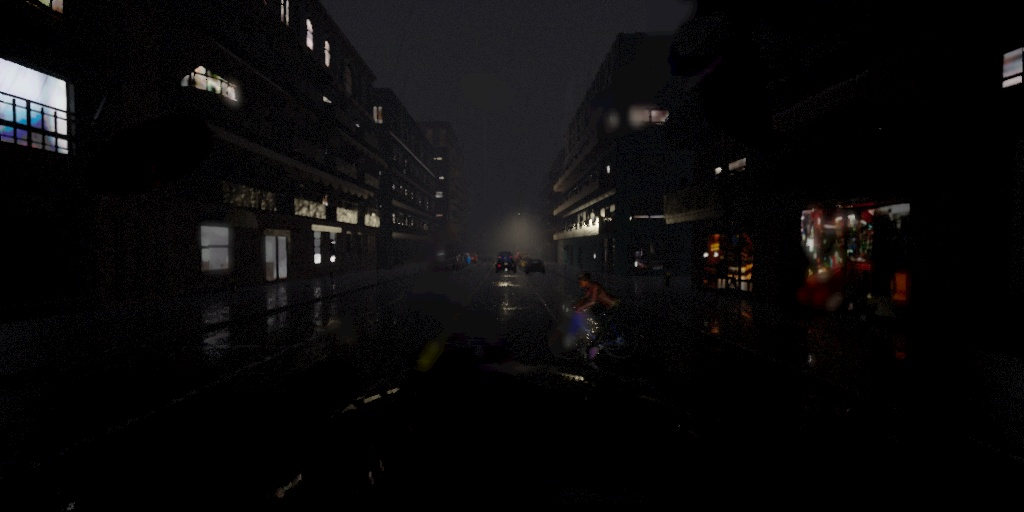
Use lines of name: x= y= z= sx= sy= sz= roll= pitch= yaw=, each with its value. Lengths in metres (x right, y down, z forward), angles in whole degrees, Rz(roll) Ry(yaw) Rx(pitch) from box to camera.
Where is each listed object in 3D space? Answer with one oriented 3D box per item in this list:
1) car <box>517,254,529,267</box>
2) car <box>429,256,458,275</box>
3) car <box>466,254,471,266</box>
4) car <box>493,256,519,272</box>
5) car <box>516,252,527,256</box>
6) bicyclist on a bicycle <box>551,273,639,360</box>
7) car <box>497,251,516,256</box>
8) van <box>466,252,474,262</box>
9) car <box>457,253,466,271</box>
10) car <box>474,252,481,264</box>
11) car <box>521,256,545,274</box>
car: x=1.809 y=0.727 z=43.929 sx=1.751 sy=1.417 sz=4.829 roll=0 pitch=0 yaw=-1
car: x=-6.295 y=0.938 z=32.410 sx=1.802 sy=1.307 sz=4.207 roll=0 pitch=0 yaw=-1
car: x=-6.534 y=0.761 z=43.610 sx=2.007 sy=1.370 sz=4.403 roll=0 pitch=0 yaw=-1
car: x=-0.590 y=0.915 z=35.258 sx=1.895 sy=1.301 sz=4.718 roll=0 pitch=1 yaw=-1
car: x=1.573 y=0.371 z=54.960 sx=2.192 sy=1.841 sz=5.009 roll=0 pitch=0 yaw=-1
bicyclist on a bicycle: x=1.521 y=1.132 z=6.634 sx=1.656 sy=1.620 sz=0.582 roll=-2 pitch=1 yaw=-1
car: x=-0.951 y=0.321 z=51.843 sx=2.150 sy=2.045 sz=5.566 roll=0 pitch=1 yaw=-1
van: x=-6.654 y=0.479 z=49.210 sx=1.690 sy=1.789 sz=3.998 roll=0 pitch=0 yaw=-1
car: x=-6.414 y=0.723 z=38.009 sx=1.967 sy=1.591 sz=4.097 roll=0 pitch=0 yaw=-1
car: x=-6.916 y=0.308 z=60.410 sx=2.192 sy=1.841 sz=5.009 roll=0 pitch=0 yaw=-1
car: x=2.052 y=0.929 z=32.559 sx=1.802 sy=1.307 sz=4.207 roll=0 pitch=0 yaw=-1
